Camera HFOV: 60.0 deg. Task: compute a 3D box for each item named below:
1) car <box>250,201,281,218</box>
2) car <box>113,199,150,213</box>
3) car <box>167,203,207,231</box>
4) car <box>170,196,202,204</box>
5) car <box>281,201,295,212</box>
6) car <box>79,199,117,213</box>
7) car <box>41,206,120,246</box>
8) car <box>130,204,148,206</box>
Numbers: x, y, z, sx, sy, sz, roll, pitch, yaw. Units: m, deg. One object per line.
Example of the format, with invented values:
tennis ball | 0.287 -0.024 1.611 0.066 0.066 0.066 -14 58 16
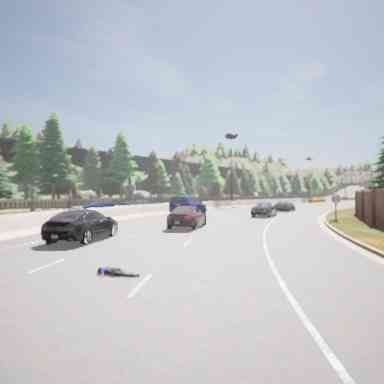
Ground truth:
car | 7.222 1.757 33.232 2.033 1.411 5.357 0 0 23
car | -7.732 1.756 43.004 2.128 1.511 4.902 0 0 25
car | -0.293 1.662 21.947 1.812 1.442 4.674 0 0 14
car | -0.397 1.425 33.071 2.150 2.045 5.566 0 -1 21
car | 11.887 1.835 42.804 1.994 1.385 4.181 0 0 31
car | -11.857 1.736 42.356 1.882 1.535 5.008 0 0 24
car | -5.198 1.602 15.994 1.837 1.490 4.892 0 -1 10
car | -5.773 1.717 38.829 1.882 1.535 5.008 0 0 23
